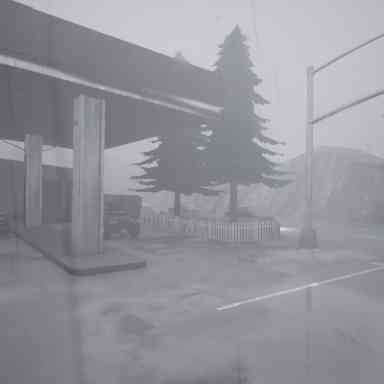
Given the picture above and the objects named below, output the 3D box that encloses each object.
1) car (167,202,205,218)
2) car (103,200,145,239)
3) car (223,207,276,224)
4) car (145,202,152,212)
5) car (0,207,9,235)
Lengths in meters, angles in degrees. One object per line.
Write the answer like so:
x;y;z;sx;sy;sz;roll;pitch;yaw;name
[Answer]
-0.672;1.721;31.899;1.812;1.442;4.674;1;0;-35;car
-4.473;1.446;18.305;1.905;1.878;3.866;1;0;-36;car
4.244;1.817;24.900;1.994;1.385;4.181;1;0;-35;car
-6.536;1.652;40.227;1.812;1.442;4.674;1;0;-35;car
-11.604;1.521;18.514;2.242;1.667;4.611;1;0;-36;car
